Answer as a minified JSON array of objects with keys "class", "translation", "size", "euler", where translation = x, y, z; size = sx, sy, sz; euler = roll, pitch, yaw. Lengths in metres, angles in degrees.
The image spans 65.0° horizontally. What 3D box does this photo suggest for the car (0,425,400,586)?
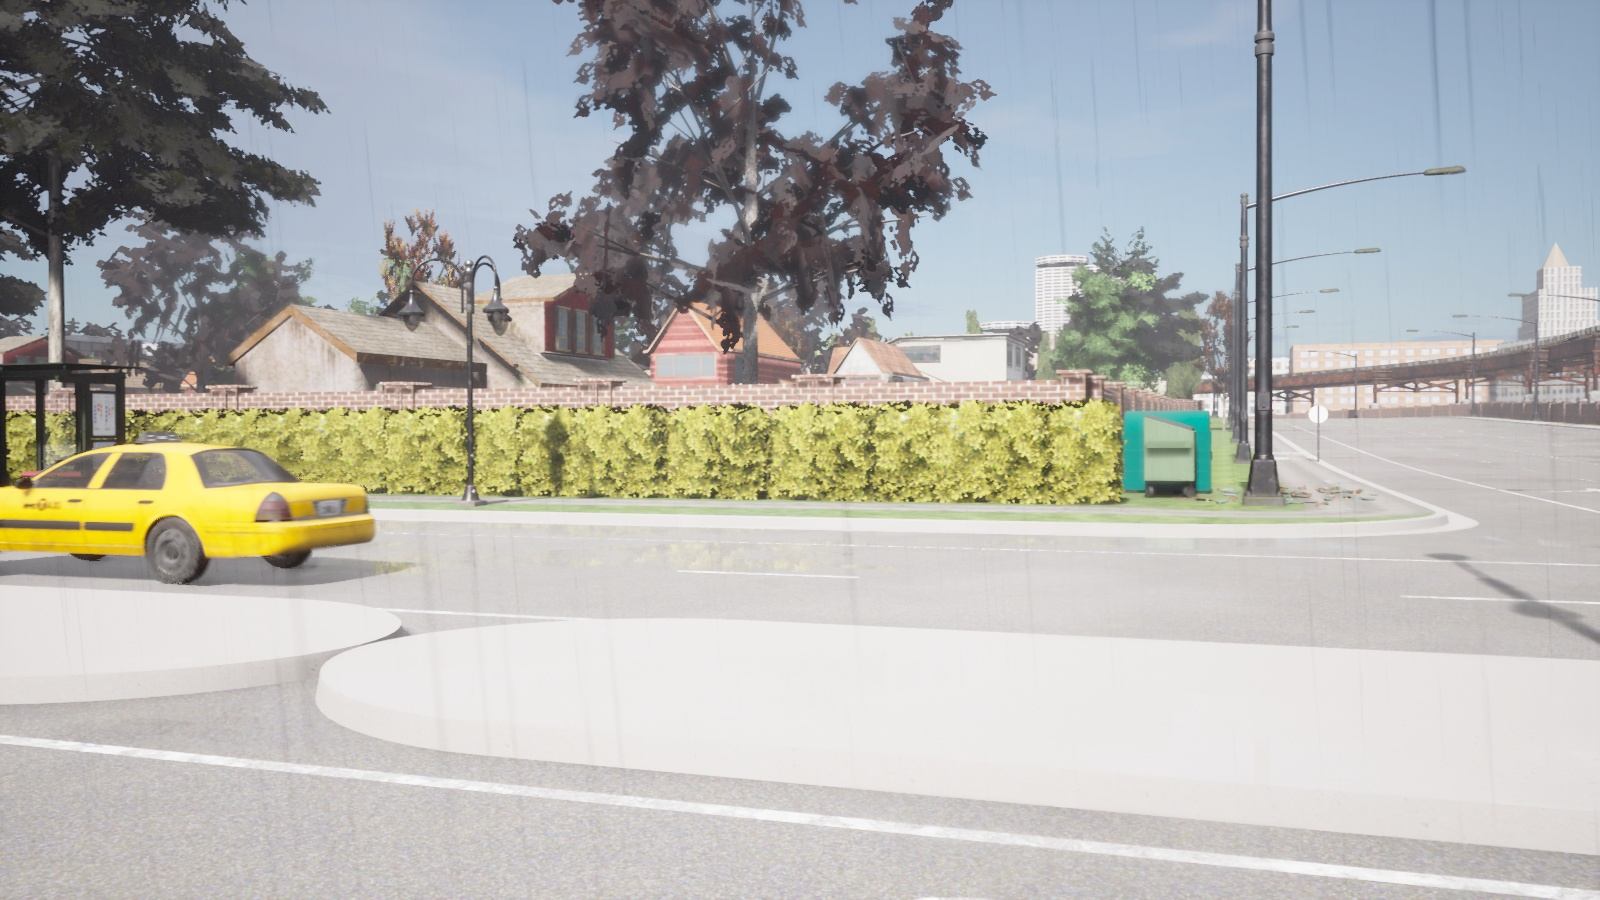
[{"class":"car","translation":[-7.309,0.510,14.043],"size":[5.366,1.575,1.801],"euler":[1,1,18]}]
